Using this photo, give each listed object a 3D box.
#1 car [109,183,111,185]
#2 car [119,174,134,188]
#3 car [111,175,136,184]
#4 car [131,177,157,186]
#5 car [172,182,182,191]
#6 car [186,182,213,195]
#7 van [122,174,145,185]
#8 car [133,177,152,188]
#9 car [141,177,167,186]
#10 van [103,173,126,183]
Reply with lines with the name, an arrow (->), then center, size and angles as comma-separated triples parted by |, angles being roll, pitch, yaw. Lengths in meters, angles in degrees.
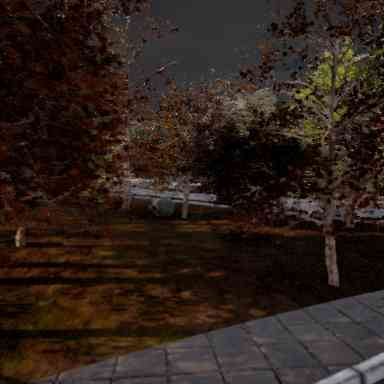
car -> -12.261, -1.661, 50.243 | 1.946, 1.575, 5.366 | 5, 3, 34
car -> -7.577, -1.249, 47.069 | 1.946, 1.575, 5.366 | 5, 3, 34
car -> -13.824, -2.466, 67.330 | 2.097, 1.535, 5.008 | 4, 3, 34
car -> -9.237, -2.072, 64.252 | 2.163, 1.488, 4.792 | 5, 3, 34
car -> -0.565, -0.889, 42.577 | 2.435, 2.045, 5.566 | 5, 3, 34
car -> 1.699, -0.436, 41.016 | 2.097, 1.535, 5.008 | 5, 3, 34
van -> -11.574, -2.509, 65.668 | 1.878, 1.987, 4.442 | 5, 3, 34
car -> -5.177, -1.043, 45.676 | 2.231, 1.521, 4.892 | 5, 3, 34
car -> -7.057, -1.890, 62.775 | 2.163, 1.488, 4.792 | 5, 3, 34
van -> -16.038, -2.870, 68.964 | 1.878, 1.987, 4.442 | 4, 3, 34
